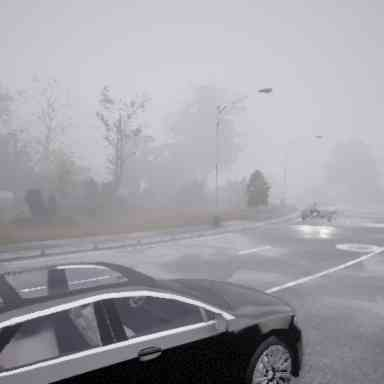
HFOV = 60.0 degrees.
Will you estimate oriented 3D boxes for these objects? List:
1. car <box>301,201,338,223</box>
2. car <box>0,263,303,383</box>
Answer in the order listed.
[{"bbox_3d":[9.490,1.349,24.591,1.994,1.385,4.181,1,0,31],"label":"car"},{"bbox_3d":[-0.889,1.495,3.260,4.902,1.511,2.128,0,0,-37],"label":"car"}]
